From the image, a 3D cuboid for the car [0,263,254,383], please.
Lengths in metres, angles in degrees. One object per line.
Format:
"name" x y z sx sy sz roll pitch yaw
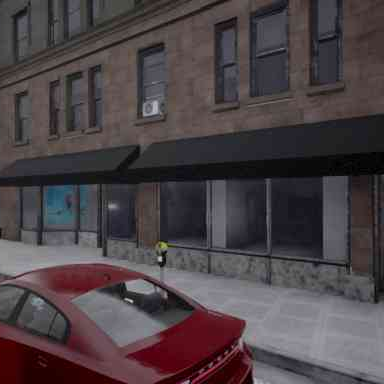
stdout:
"car" -1.519 1.545 3.932 4.507 1.381 1.887 0 0 35
